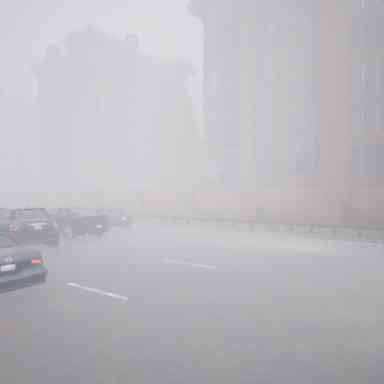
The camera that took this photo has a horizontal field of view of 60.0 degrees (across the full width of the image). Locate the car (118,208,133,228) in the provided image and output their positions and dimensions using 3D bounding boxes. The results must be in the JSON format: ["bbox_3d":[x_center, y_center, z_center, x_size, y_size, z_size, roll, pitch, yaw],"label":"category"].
[{"bbox_3d":[-5.685,1.559,20.924,4.181,1.385,1.994,0,0,35],"label":"car"}]

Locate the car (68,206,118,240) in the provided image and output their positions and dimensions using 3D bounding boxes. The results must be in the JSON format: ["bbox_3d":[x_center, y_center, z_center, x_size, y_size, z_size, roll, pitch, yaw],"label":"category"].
[{"bbox_3d":[-6.384,1.473,17.125,5.008,1.535,1.882,0,0,35],"label":"car"}]

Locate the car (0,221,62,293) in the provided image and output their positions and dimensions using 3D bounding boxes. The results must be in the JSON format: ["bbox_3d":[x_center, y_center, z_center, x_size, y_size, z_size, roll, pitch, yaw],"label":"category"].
[{"bbox_3d":[-5.680,1.545,8.033,5.357,1.411,2.033,0,0,35],"label":"car"}]

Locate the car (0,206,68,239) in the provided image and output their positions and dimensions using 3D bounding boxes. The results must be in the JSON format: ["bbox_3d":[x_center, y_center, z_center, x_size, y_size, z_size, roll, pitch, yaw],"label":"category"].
[{"bbox_3d":[-7.456,1.348,13.592,4.553,1.767,2.097,0,0,35],"label":"car"}]
